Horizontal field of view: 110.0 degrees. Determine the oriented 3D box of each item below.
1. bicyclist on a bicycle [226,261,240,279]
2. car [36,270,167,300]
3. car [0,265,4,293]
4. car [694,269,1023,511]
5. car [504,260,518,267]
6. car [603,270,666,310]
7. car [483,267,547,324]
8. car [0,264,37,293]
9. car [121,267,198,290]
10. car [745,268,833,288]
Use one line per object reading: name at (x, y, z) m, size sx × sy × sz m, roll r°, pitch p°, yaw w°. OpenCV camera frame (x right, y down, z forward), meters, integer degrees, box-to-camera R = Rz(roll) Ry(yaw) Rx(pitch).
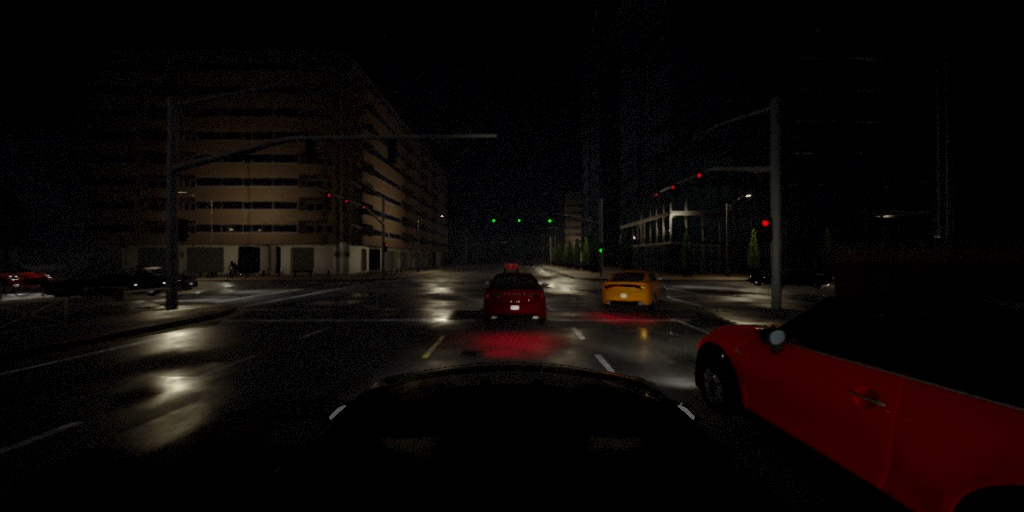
bicyclist on a bicycle at (-25.548, 1.301, 32.834) m, size 0.582 × 1.620 × 1.656 m, roll 0°, pitch 0°, yaw 0°
car at (-20.612, 1.510, 18.332) m, size 4.718 × 1.301 × 1.895 m, roll 0°, pitch 0°, yaw 0°
car at (-29.980, 1.387, 18.367) m, size 5.008 × 1.535 × 1.882 m, roll 0°, pitch 0°, yaw 0°
car at (3.600, 1.111, 3.184) m, size 2.097 × 1.767 × 4.553 m, roll 0°, pitch 0°, yaw 0°
car at (-0.121, 1.439, 55.361) m, size 2.097 × 1.767 × 4.553 m, roll 0°, pitch 0°, yaw 1°
car at (5.330, 1.335, 15.484) m, size 1.882 × 1.535 × 5.008 m, roll -2°, pitch -1°, yaw 29°
car at (0.072, 1.299, 12.371) m, size 1.882 × 1.535 × 5.008 m, roll 0°, pitch 0°, yaw 0°
car at (-31.151, 1.283, 21.873) m, size 4.553 × 1.767 × 2.097 m, roll 0°, pitch 0°, yaw 0°
car at (-21.971, 1.423, 21.838) m, size 4.902 × 1.511 × 2.128 m, roll 0°, pitch 0°, yaw 0°
car at (19.513, 1.556, 25.393) m, size 4.718 × 1.301 × 1.895 m, roll 0°, pitch 0°, yaw 0°
